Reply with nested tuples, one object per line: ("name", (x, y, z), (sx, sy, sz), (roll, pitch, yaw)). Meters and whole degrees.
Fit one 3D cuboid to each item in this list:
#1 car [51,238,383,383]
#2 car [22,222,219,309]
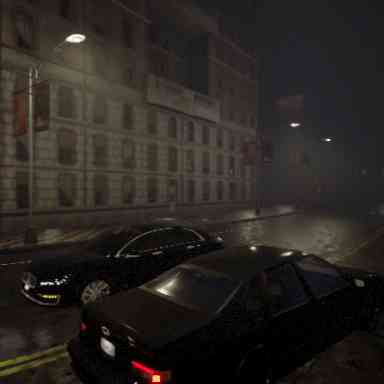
("car", (1.066, 1.547, 4.887), (5.357, 1.411, 2.033), (0, 0, -41))
("car", (-1.282, 1.517, 7.842), (4.892, 1.490, 1.837), (0, 1, -42))
